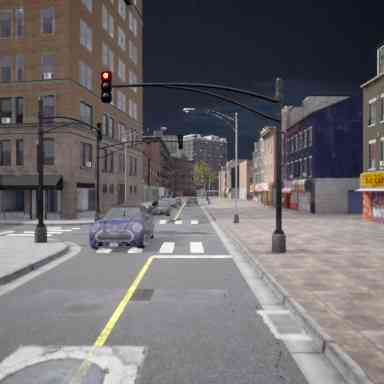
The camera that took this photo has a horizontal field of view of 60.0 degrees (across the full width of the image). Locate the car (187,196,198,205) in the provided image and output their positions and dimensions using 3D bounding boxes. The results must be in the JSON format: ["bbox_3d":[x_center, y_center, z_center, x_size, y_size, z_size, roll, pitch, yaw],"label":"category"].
[{"bbox_3d":[0.051,1.508,59.333,2.128,1.511,4.902,0,0,0],"label":"car"}]

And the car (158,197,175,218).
[{"bbox_3d":[-2.875,1.508,30.609,1.837,1.490,4.892,0,0,0],"label":"car"}]

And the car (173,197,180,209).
[{"bbox_3d":[-2.884,1.515,44.260,1.837,1.490,4.892,0,-1,0],"label":"car"}]

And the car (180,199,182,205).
[{"bbox_3d":[-2.860,1.580,57.895,1.994,1.385,4.181,0,0,1],"label":"car"}]

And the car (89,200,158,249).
[{"bbox_3d":[-2.864,1.358,14.436,2.097,1.767,4.553,0,0,0],"label":"car"}]
